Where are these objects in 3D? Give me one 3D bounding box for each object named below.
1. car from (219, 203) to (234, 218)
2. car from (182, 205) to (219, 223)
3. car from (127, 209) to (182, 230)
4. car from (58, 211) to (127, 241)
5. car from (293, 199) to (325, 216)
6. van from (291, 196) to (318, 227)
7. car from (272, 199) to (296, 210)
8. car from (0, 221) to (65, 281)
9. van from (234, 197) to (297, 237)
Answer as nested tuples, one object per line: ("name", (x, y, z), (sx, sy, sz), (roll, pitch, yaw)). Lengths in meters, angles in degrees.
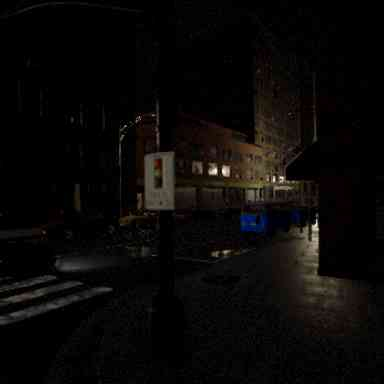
("car", (3.310, 1.741, 31.894), (1.802, 1.307, 4.206), (-1, 0, 35))
("car", (0.189, 1.755, 27.375), (1.802, 1.307, 4.206), (-1, 0, 35))
("car", (-3.030, 1.714, 22.715), (1.752, 1.417, 4.829), (-1, 0, 35))
("car", (-6.054, 1.747, 18.335), (1.887, 1.381, 4.507), (-1, 0, 35))
("car", (12.295, 1.508, 34.615), (1.882, 1.535, 5.008), (-1, -1, 35))
("van", (7.220, 1.351, 22.547), (1.690, 1.788, 3.998), (-1, 0, 35))
("car", (12.578, 1.646, 45.315), (1.752, 1.417, 4.829), (-1, 0, 35))
("car", (-6.100, 1.685, 7.969), (2.033, 1.411, 5.357), (-1, 0, 35))
("van", (4.099, 1.365, 18.028), (1.690, 1.788, 3.998), (-1, 0, 35))
